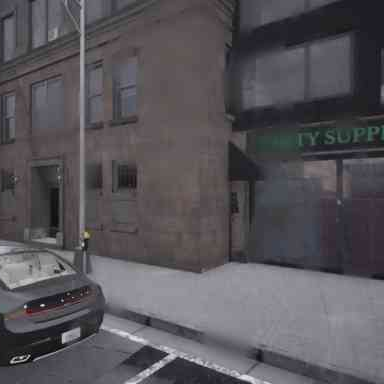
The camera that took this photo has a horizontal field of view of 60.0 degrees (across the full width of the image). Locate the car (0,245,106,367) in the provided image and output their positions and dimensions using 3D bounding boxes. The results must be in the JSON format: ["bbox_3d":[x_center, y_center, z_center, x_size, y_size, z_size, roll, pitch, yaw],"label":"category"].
[{"bbox_3d":[-3.282,1.551,5.416,4.403,1.369,2.008,0,0,35],"label":"car"}]
